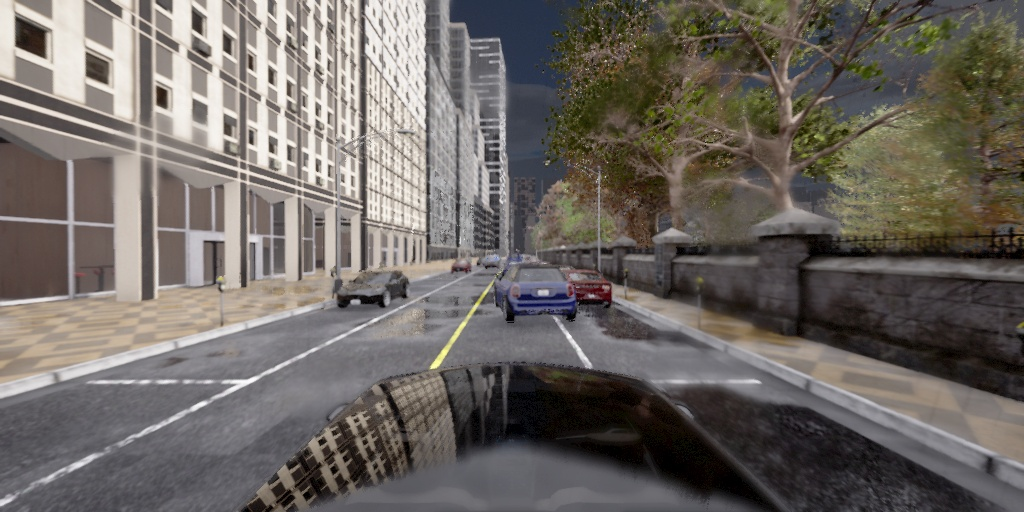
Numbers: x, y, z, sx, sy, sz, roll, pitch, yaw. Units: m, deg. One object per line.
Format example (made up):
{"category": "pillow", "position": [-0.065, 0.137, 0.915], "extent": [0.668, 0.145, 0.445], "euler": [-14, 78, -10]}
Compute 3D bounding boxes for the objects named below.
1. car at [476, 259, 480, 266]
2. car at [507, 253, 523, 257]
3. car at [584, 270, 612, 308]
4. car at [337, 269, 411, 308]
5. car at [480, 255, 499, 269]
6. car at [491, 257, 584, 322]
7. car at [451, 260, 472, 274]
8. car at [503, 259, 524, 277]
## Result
{"category": "car", "position": [-4.844, 0.929, 59.699], "extent": [1.948, 1.339, 4.313], "euler": [0, 0, 1]}
{"category": "car", "position": [0.414, 0.633, 52.097], "extent": [2.150, 2.045, 5.566], "euler": [0, 0, 1]}
{"category": "car", "position": [2.707, 1.208, 14.401], "extent": [1.888, 1.381, 4.507], "euler": [0, 0, 0]}
{"category": "car", "position": [-5.463, 1.228, 14.704], "extent": [1.948, 1.339, 4.313], "euler": [0, 0, 0]}
{"category": "car", "position": [-2.545, 0.992, 47.254], "extent": [2.033, 1.411, 5.357], "euler": [0, 0, 1]}
{"category": "car", "position": [0.605, 1.031, 12.162], "extent": [2.097, 1.767, 4.553], "euler": [0, 0, -8]}
{"category": "car", "position": [-5.205, 1.056, 37.197], "extent": [1.888, 1.381, 4.507], "euler": [0, 0, 0]}
{"category": "car", "position": [0.174, 1.066, 32.723], "extent": [1.812, 1.442, 4.674], "euler": [0, 0, 1]}
